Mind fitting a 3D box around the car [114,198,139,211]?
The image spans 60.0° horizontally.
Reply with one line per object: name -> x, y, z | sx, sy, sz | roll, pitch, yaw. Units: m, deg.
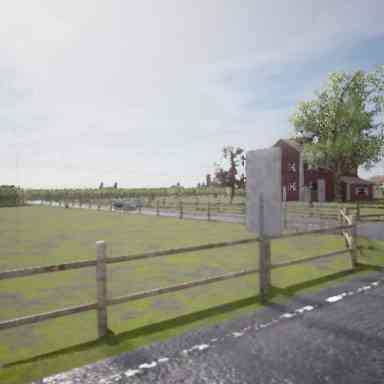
car -> -8.160, 1.553, 41.655 | 2.128, 1.511, 4.902 | 0, 0, -36
